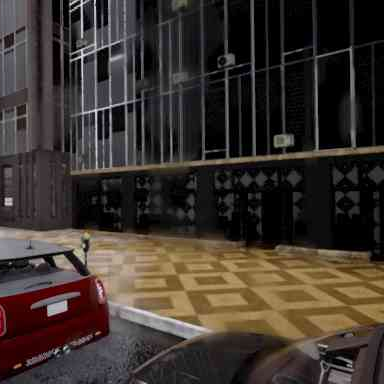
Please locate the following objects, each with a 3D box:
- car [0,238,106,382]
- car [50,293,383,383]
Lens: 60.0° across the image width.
[{"bbox_3d":[-3.220,1.441,5.175,4.097,1.590,1.967,0,-1,35],"label":"car"},{"bbox_3d":[1.387,1.551,1.899,4.403,1.369,2.008,0,-1,35],"label":"car"}]
